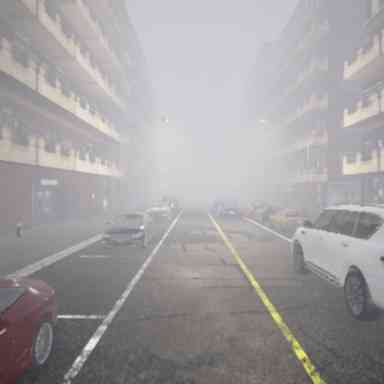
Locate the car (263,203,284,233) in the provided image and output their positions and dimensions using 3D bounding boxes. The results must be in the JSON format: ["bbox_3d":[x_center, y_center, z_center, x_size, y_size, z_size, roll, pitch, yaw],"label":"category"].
[{"bbox_3d":[5.833,1.587,19.944,1.752,1.417,4.829,0,0,0],"label":"car"}]

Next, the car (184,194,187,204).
[{"bbox_3d":[-2.167,1.615,64.688,2.008,1.369,4.403,0,0,0],"label":"car"}]

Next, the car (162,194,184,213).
[{"bbox_3d":[-2.407,1.343,36.680,2.192,1.841,5.009,0,0,0],"label":"car"}]

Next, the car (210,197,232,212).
[{"bbox_3d":[3.352,1.635,40.716,1.994,1.385,4.181,0,0,1],"label":"car"}]

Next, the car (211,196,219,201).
[{"bbox_3d":[6.450,1.709,92.597,2.008,1.369,4.403,0,0,0],"label":"car"}]

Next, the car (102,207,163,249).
[{"bbox_3d":[-2.595,1.551,14.272,2.008,1.369,4.403,0,0,0],"label":"car"}]

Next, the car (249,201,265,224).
[{"bbox_3d":[5.879,1.634,25.376,1.947,1.339,4.313,0,0,0],"label":"car"}]

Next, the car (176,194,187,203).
[{"bbox_3d":[-2.121,1.387,70.291,2.192,1.841,5.009,0,0,0],"label":"car"}]

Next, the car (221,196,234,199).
[{"bbox_3d":[6.117,1.670,53.385,1.947,1.339,4.313,0,0,0],"label":"car"}]

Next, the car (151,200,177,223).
[{"bbox_3d":[-2.500,1.564,25.476,2.008,1.369,4.403,0,0,0],"label":"car"}]

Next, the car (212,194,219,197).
[{"bbox_3d":[6.306,1.574,75.793,1.967,1.590,4.097,0,0,0],"label":"car"}]

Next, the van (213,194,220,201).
[{"bbox_3d":[6.401,1.491,86.996,1.690,1.788,3.998,0,0,0],"label":"van"}]

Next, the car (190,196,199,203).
[{"bbox_3d":[0.624,1.661,75.410,1.994,1.385,4.181,0,0,0],"label":"car"}]

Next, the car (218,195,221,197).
[{"bbox_3d":[6.165,1.662,58.987,2.008,1.369,4.403,0,0,0],"label":"car"}]

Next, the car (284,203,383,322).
[{"bbox_3d":[3.950,1.259,7.441,2.150,2.045,5.566,0,0,0],"label":"car"}]

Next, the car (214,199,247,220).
[{"bbox_3d":[3.253,1.619,28.854,1.994,1.385,4.181,0,0,1],"label":"car"}]

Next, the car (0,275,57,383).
[{"bbox_3d":[-2.690,1.568,3.068,1.802,1.307,4.206,0,0,0],"label":"car"}]

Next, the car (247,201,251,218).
[{"bbox_3d":[5.926,1.515,30.978,1.967,1.590,4.097,0,0,0],"label":"car"}]
